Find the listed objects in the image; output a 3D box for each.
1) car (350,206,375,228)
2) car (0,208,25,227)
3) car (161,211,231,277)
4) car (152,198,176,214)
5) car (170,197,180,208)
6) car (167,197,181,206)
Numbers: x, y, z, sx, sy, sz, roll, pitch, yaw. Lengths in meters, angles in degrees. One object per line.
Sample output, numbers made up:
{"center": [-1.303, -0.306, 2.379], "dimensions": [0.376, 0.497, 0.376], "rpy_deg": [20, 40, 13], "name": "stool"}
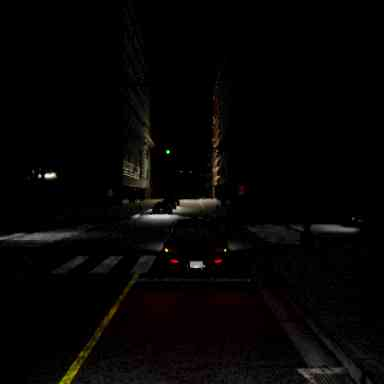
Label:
{"center": [12.467, 1.407, 20.784], "dimensions": [4.892, 1.490, 1.837], "rpy_deg": [-1, -1, 0], "name": "car"}
{"center": [-14.393, 1.723, 23.382], "dimensions": [4.829, 1.417, 1.752], "rpy_deg": [-1, 0, 0], "name": "car"}
{"center": [0.102, 1.538, 10.116], "dimensions": [1.812, 1.442, 4.674], "rpy_deg": [0, 0, 0], "name": "car"}
{"center": [-3.094, 1.600, 35.396], "dimensions": [1.994, 1.385, 4.181], "rpy_deg": [0, 0, 0], "name": "car"}
{"center": [-3.074, 1.548, 45.350], "dimensions": [1.837, 1.490, 4.892], "rpy_deg": [0, 0, 0], "name": "car"}
{"center": [-2.998, 1.541, 55.438], "dimensions": [2.128, 1.511, 4.902], "rpy_deg": [0, 0, 0], "name": "car"}
